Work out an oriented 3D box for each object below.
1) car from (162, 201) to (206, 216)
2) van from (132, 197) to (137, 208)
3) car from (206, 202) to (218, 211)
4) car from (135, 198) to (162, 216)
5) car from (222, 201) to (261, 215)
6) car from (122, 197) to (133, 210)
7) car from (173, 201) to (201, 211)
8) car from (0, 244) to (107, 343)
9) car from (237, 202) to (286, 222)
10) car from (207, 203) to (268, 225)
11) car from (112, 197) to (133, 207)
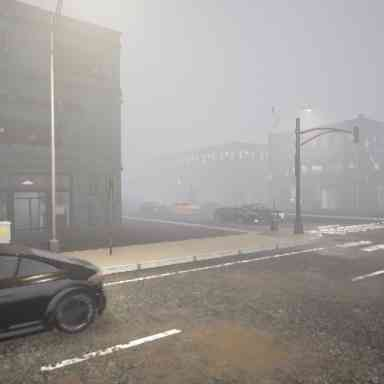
[{"bbox_3d":[-0.980,1.828,37.626,1.882,1.535,5.008,-1,0,-36],"label":"car"},{"bbox_3d":[-10.412,1.902,60.869,1.690,1.788,3.998,-1,0,-35],"label":"van"},{"bbox_3d":[2.417,1.899,42.821,1.802,1.307,4.206,-2,0,-35],"label":"car"},{"bbox_3d":[-4.416,1.843,37.965,1.967,1.590,4.097,-1,0,-35],"label":"car"},{"bbox_3d":[5.623,1.805,38.309,2.008,1.369,4.403,-2,0,-35],"label":"car"},{"bbox_3d":[-11.799,2.035,52.962,1.882,1.535,5.008,-1,0,-35],"label":"car"},{"bbox_3d":[-0.788,1.961,47.333,1.802,1.307,4.206,-2,0,-35],"label":"car"},{"bbox_3d":[-3.500,1.564,5.175,4.181,1.385,1.994,0,0,-35],"label":"car"},{"bbox_3d":[5.702,1.710,28.216,2.128,1.511,4.902,-1,0,-35],"label":"car"},{"bbox_3d":[3.526,1.811,26.583,1.947,1.339,4.313,-2,0,-35],"label":"car"},{"bbox_3d":[-13.619,1.935,65.380,2.192,1.841,5.009,-1,0,-35],"label":"car"}]
